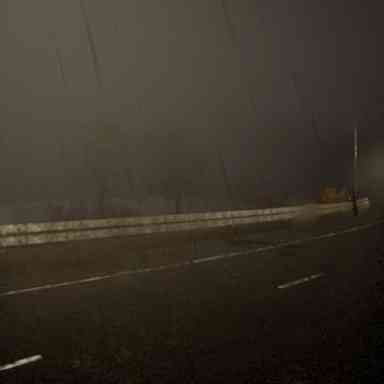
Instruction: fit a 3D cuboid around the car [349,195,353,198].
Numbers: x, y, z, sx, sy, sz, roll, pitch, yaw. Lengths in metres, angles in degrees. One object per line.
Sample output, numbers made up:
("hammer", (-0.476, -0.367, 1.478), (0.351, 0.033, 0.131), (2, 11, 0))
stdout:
("car", (39.895, 1.086, 86.818), (2.128, 1.511, 4.902), (0, 0, 1))
